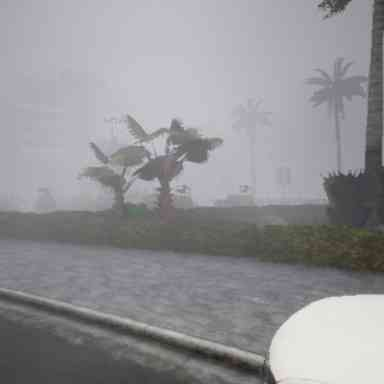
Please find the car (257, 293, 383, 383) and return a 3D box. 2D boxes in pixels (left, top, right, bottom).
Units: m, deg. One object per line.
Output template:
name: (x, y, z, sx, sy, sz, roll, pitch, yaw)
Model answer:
car: (2.880, 1.200, 1.162, 5.566, 2.045, 2.150, -1, 0, 37)
